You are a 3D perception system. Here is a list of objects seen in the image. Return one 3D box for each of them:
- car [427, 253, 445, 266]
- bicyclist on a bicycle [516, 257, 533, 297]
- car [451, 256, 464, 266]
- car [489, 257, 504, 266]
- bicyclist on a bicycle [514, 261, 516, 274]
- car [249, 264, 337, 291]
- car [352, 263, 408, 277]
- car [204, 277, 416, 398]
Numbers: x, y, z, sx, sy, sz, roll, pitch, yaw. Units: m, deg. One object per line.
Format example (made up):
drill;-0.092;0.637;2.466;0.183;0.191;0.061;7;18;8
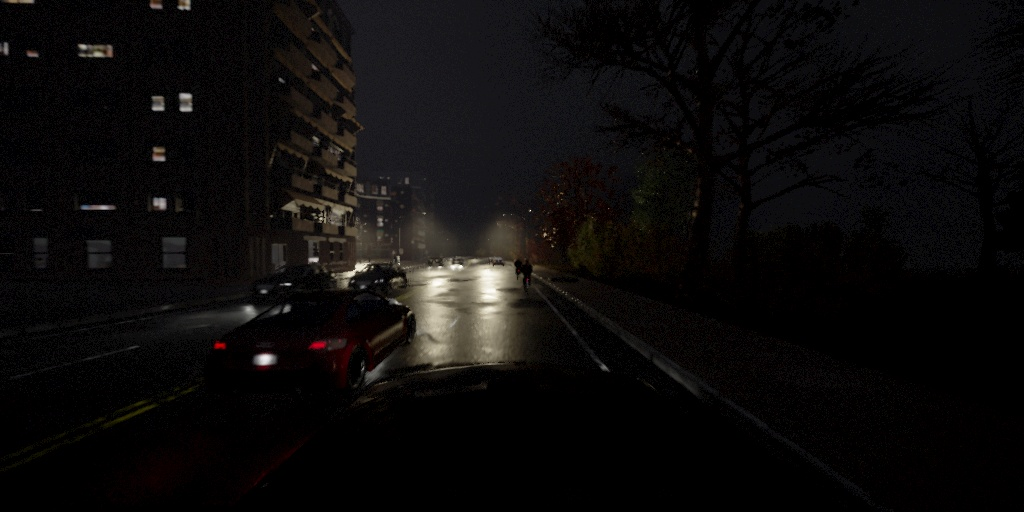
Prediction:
car;-12.103;0.591;57.498;2.150;2.045;5.566;0;0;-4
bicyclist on a bicycle;0.704;1.006;17.135;0.659;1.776;1.843;0;1;-1
car;-9.048;0.831;60.064;2.128;1.511;4.902;0;0;-4
car;-2.261;0.880;58.108;2.033;1.411;5.357;0;0;-4
bicyclist on a bicycle;0.436;0.940;26.207;0.659;1.776;1.843;0;1;-2
car;-10.041;1.149;16.897;2.128;1.511;4.902;0;0;-1
car;-6.832;1.130;18.719;2.128;1.511;4.902;0;0;-1
car;-3.189;1.284;6.615;1.994;1.385;4.181;0;0;0
